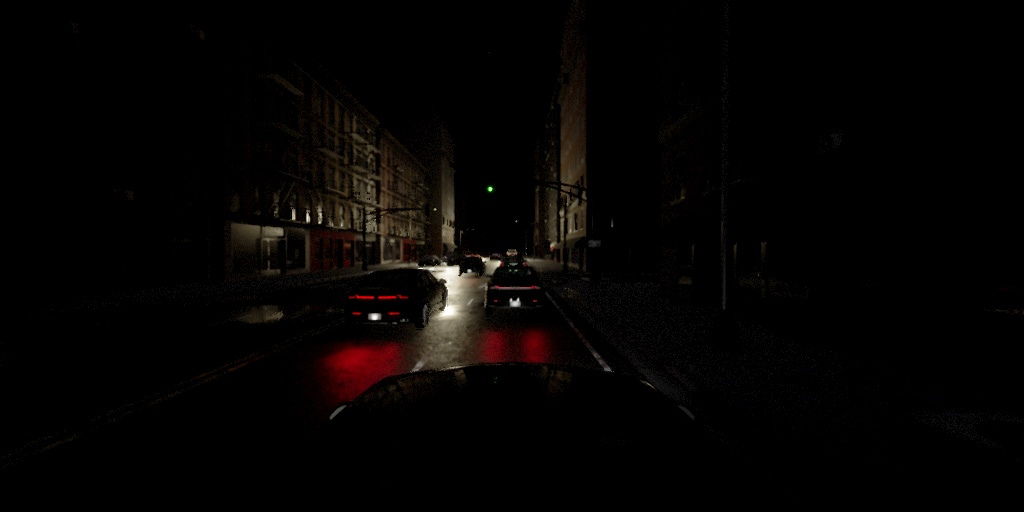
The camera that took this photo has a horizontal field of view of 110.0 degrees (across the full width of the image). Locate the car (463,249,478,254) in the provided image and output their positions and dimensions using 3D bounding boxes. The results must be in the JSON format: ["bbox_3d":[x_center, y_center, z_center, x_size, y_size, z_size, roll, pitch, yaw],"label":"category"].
[{"bbox_3d":[-6.542,0.133,59.704,2.097,1.767,4.553,0,1,0],"label":"car"}]

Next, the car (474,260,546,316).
[{"bbox_3d":[0.099,1.067,12.371,2.128,1.511,4.902,0,1,0],"label":"car"}]

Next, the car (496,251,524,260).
[{"bbox_3d":[0.110,0.674,27.948,2.097,1.767,4.553,0,1,0],"label":"car"}]

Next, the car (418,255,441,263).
[{"bbox_3d":[-9.836,0.609,43.122,2.033,1.411,5.357,0,1,0],"label":"car"}]

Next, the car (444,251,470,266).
[{"bbox_3d":[-6.585,0.538,43.193,1.882,1.535,5.008,0,1,0],"label":"car"}]

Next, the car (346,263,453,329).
[{"bbox_3d":[-3.149,1.108,10.619,1.837,1.490,4.892,0,1,0],"label":"car"}]

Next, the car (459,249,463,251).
[{"bbox_3d":[-9.797,0.146,58.947,2.097,1.767,4.553,0,1,0],"label":"car"}]

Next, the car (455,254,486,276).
[{"bbox_3d":[-3.146,0.804,28.987,1.837,1.490,4.892,0,1,0],"label":"car"}]
